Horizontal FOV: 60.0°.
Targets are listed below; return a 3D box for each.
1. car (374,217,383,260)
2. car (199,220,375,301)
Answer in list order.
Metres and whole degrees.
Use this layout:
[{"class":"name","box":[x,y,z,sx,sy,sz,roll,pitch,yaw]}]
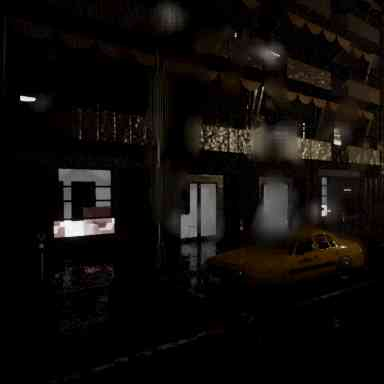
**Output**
[{"class":"car","box":[7.039,1.547,11.611,4.507,1.381,1.887,0,0,-36]},{"class":"car","box":[2.408,1.526,8.296,4.829,1.417,1.752,0,0,-36]}]
